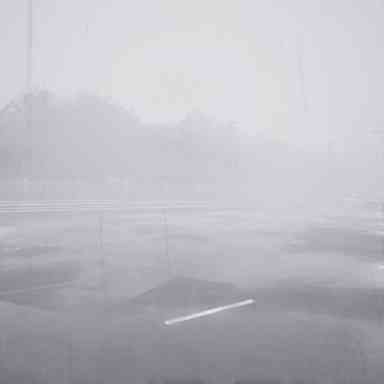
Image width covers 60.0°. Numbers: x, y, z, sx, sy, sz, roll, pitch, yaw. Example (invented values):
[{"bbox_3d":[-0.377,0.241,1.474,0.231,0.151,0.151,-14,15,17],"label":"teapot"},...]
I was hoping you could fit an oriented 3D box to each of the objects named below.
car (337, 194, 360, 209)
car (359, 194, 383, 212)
[{"bbox_3d":[22.027,1.301,45.188,5.566,2.045,2.150,2,0,-36],"label":"car"},{"bbox_3d":[24.123,1.394,42.417,5.566,2.045,2.150,1,0,-37],"label":"car"}]
